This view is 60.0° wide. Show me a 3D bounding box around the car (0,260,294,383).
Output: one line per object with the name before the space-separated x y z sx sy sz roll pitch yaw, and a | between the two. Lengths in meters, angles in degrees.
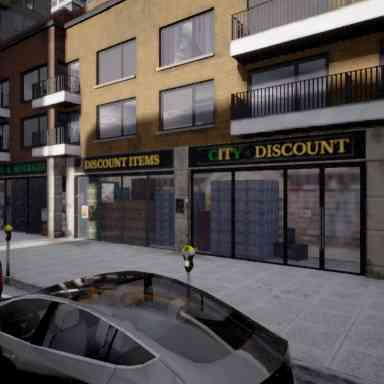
car | -1.099 1.566 3.586 4.313 1.339 1.947 0 0 35
